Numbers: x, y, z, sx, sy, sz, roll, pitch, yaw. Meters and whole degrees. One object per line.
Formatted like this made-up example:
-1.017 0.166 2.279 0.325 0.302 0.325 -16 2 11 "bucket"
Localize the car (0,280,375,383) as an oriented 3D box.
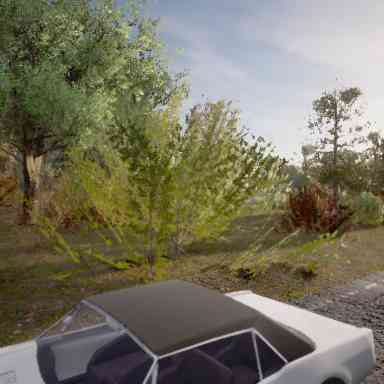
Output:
-0.523 1.601 2.716 4.718 1.301 1.895 0 0 -37 "car"
